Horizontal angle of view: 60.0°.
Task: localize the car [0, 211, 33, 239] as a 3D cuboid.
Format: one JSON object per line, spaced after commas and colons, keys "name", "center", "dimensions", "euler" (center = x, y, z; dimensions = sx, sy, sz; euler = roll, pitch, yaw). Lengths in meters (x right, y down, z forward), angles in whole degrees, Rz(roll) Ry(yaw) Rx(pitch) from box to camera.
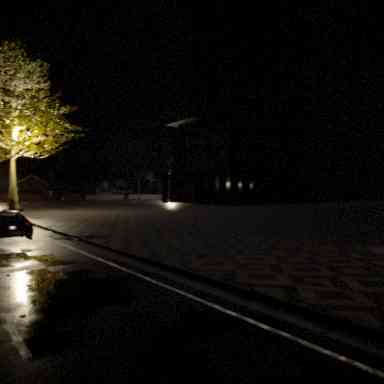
{"name": "car", "center": [-9.553, 1.634, 17.008], "dimensions": [1.994, 1.385, 4.181], "euler": [1, -1, -38]}
